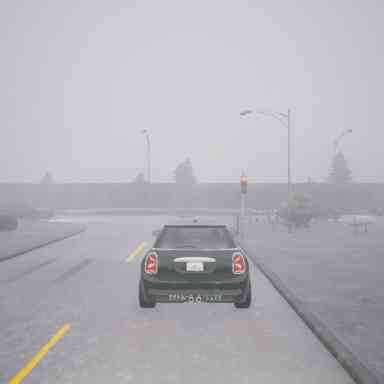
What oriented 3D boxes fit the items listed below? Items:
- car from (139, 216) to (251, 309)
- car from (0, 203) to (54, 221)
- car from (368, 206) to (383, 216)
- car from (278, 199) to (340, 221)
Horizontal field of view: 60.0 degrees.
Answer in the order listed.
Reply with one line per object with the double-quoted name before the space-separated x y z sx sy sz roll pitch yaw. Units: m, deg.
"car" 0.075 1.352 8.061 2.097 1.767 4.553 0 0 1
"car" -13.292 1.564 26.496 4.181 1.385 1.994 0 0 0
"car" 19.316 1.547 30.640 5.357 1.411 2.033 0 0 0
"car" 9.251 1.352 26.458 4.553 1.767 2.097 0 0 0
